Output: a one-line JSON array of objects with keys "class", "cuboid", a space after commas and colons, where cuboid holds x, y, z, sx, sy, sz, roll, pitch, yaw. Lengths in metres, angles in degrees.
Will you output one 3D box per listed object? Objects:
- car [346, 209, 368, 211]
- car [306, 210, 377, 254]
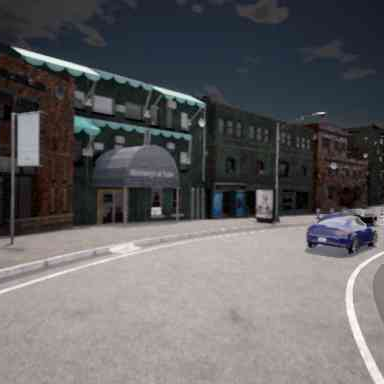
[{"class": "car", "cuboid": [12.584, 1.999, 25.723, 4.718, 1.301, 1.895, 2, 0, -44]}, {"class": "car", "cuboid": [6.570, 1.720, 14.517, 1.812, 1.442, 4.674, 2, 0, 42]}]
